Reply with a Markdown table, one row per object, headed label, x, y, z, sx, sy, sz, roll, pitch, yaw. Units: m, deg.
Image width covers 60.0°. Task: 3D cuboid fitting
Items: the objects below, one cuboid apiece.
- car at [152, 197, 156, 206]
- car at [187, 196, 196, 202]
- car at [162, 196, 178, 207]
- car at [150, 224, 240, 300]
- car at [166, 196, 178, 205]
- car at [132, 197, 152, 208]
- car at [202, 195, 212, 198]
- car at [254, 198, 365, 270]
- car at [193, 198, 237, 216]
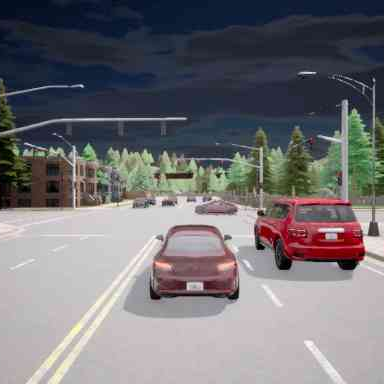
| label | x | y | z | sx | sy | sz | roll | pitch | yaw |
| --- | --- | --- | --- | --- | --- | --- | --- | --- | --- |
| car | -7.179 | 1.547 | 56.698 | 2.033 | 1.411 | 5.357 | 0 | 0 | 0 |
| car | -0.125 | 1.553 | 74.657 | 1.994 | 1.385 | 4.181 | 0 | 0 | 0 |
| car | -3.648 | 1.601 | 51.734 | 1.895 | 1.301 | 4.718 | 0 | 0 | 0 |
| car | 0.049 | 1.526 | 8.266 | 1.812 | 1.442 | 4.674 | 0 | 0 | 0 |
| car | -3.653 | 1.505 | 62.021 | 1.837 | 1.490 | 4.892 | 0 | 0 | 0 |
| car | -7.165 | 1.505 | 46.954 | 1.837 | 1.490 | 4.892 | 0 | 0 | 0 |
| car | 3.382 | 1.355 | 74.428 | 2.097 | 1.767 | 4.553 | 0 | 0 | 0 |
| car | 3.557 | 1.221 | 11.146 | 2.150 | 2.045 | 5.566 | 0 | 0 | 0 |
| car | 2.359 | 1.564 | 32.666 | 4.181 | 1.385 | 1.994 | 0 | 0 | 2 |
